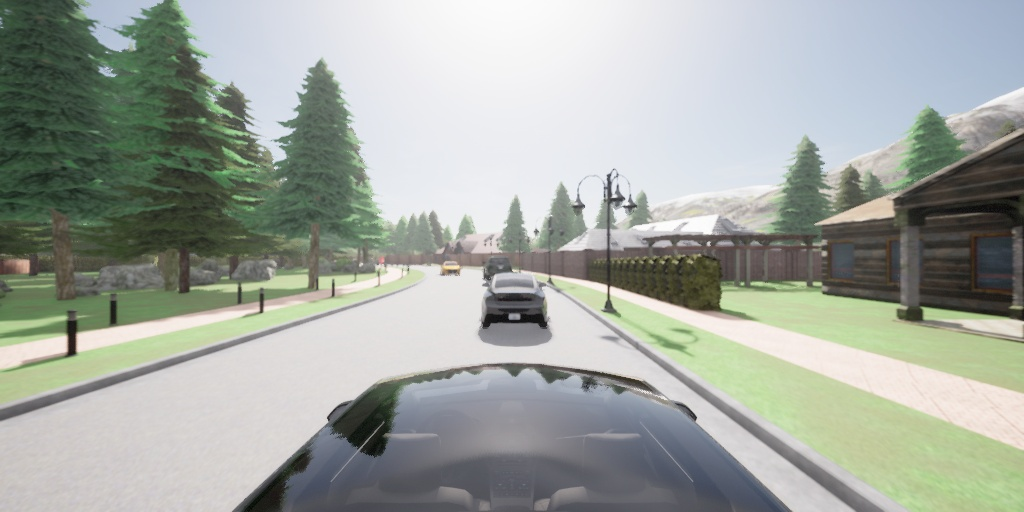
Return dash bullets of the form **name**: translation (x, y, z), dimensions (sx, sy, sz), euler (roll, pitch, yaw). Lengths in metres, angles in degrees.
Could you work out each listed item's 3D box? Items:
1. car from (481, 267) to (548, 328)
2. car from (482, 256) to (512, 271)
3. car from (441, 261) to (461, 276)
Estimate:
- **car**: translation (0.077, 1.284, 11.526), dimensions (1.837, 1.490, 4.892), euler (0, 0, 0)
- **car**: translation (-1.353, 1.056, 31.702), dimensions (2.150, 2.045, 5.566), euler (0, 0, -9)
- **car**: translation (-6.712, 1.333, 39.164), dimensions (1.882, 1.535, 5.008), euler (0, 0, -15)
